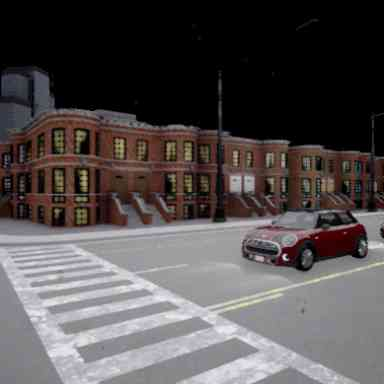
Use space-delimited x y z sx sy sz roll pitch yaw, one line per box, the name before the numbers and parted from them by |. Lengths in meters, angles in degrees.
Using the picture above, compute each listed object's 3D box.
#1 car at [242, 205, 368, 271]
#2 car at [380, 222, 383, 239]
car | 3.790 1.349 10.978 4.553 1.767 2.097 0 0 -35
car | 10.972 1.521 16.063 4.674 1.442 1.812 0 0 -35
